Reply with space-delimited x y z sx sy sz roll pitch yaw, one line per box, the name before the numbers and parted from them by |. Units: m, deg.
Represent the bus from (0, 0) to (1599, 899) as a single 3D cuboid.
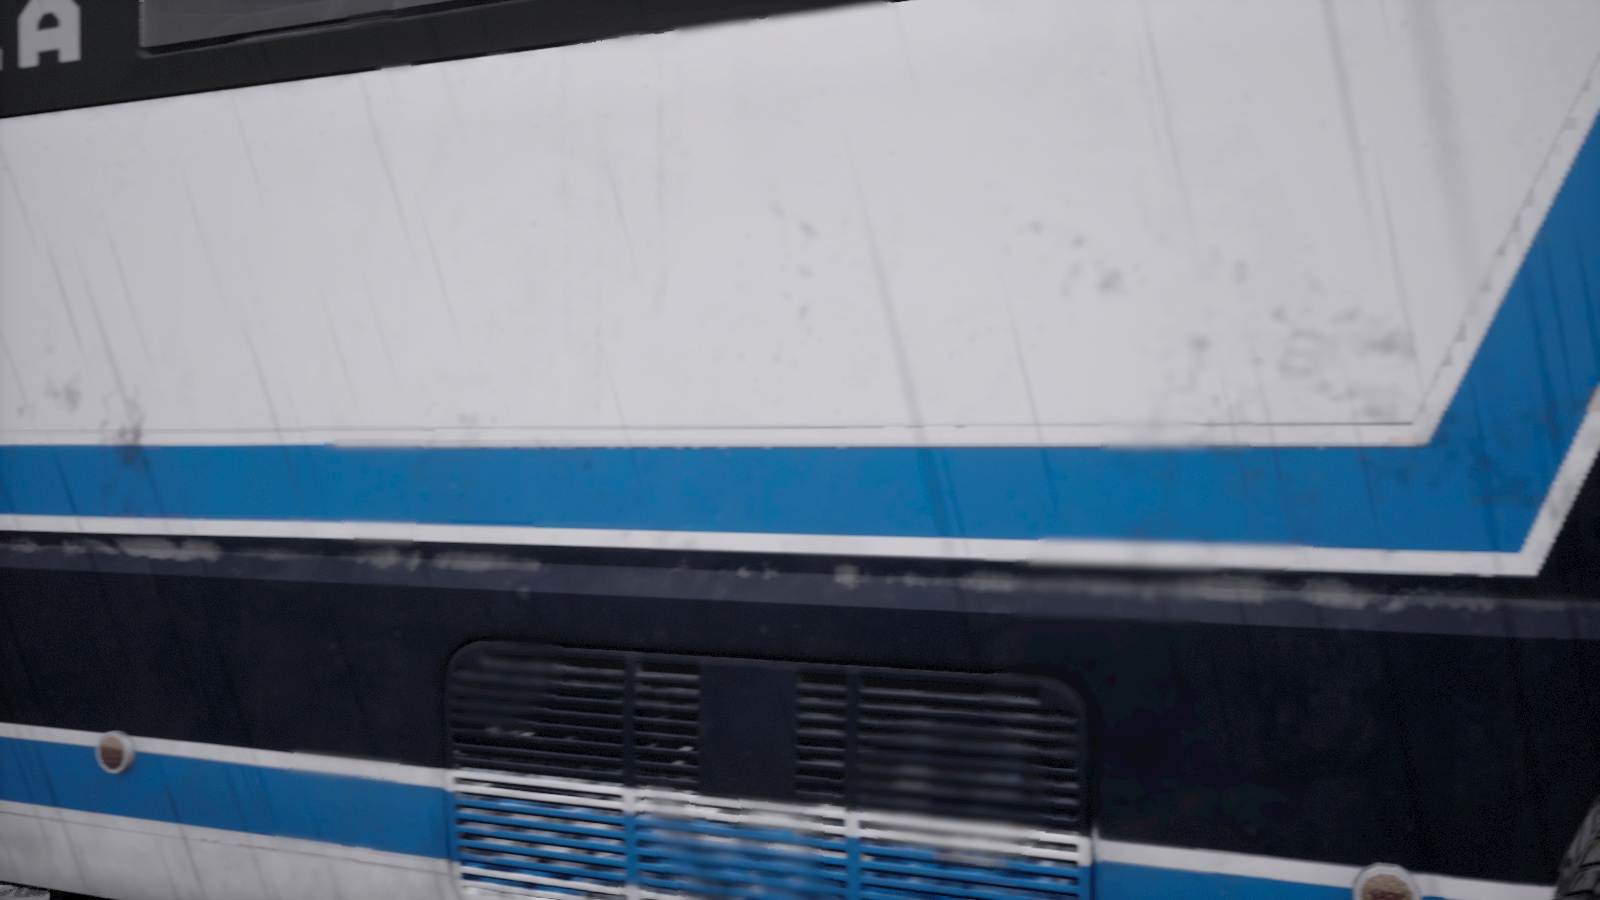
bus | -0.281 -0.614 3.927 10.273 4.253 3.944 0 1 20
